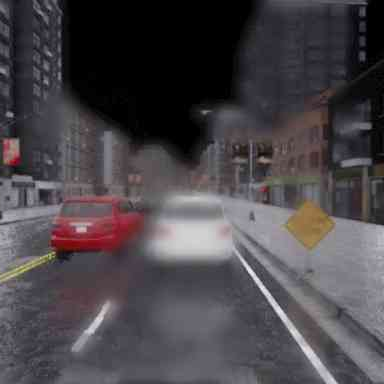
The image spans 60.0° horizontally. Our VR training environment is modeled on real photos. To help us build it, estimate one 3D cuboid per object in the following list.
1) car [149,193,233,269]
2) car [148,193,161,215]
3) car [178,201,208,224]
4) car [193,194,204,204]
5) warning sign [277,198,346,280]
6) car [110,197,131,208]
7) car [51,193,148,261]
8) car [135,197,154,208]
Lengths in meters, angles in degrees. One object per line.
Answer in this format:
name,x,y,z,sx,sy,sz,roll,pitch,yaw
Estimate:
car,0.071,1.179,11.089,2.150,2.045,5.566,0,0,0
car,-3.149,1.118,29.307,2.150,2.045,5.566,0,0,0
car,0.078,1.456,25.439,2.033,1.411,5.357,0,0,0
car,1.167,1.252,58.317,1.801,1.575,5.366,0,0,0
warning sign,2.857,1.083,8.122,1.300,1.860,1.060,0,0,0
car,-9.810,1.408,45.962,1.994,1.385,4.181,0,0,0
car,-3.170,1.173,12.234,2.150,2.045,5.566,0,0,0
car,-6.563,1.408,45.941,1.994,1.385,4.181,0,0,0
